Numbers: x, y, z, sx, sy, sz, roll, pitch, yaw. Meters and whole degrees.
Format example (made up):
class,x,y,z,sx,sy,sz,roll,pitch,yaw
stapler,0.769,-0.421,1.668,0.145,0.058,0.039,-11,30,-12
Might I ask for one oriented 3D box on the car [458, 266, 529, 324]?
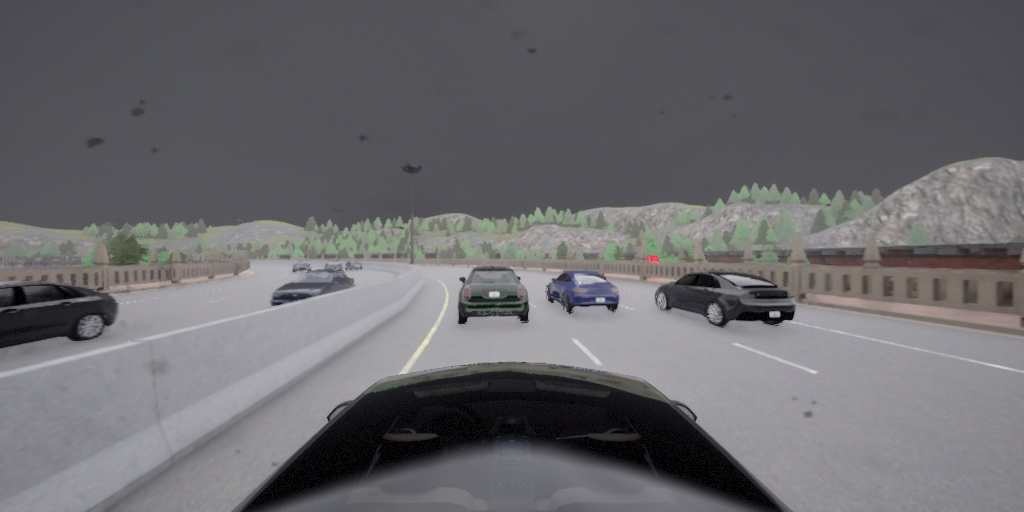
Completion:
class,x,y,z,sx,sy,sz,roll,pitch,yaw
car,-0.729,1.115,12.306,2.097,1.767,4.553,0,0,-6

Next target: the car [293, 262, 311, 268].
class,x,y,z,sx,sy,sz,roll,pitch,yaw
car,-27.085,1.471,46.272,1.994,1.385,4.181,0,0,-31

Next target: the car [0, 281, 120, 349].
class,x,y,z,sx,sy,sz,roll,pitch,yaw
car,-10.929,1.306,7.169,1.837,1.490,4.892,0,0,-5

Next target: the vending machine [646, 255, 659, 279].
class,x,y,z,sx,sy,sz,roll,pitch,yaw
vending machine,11.329,0.923,29.365,1.100,2.100,0.880,0,0,-14

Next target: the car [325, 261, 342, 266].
class,x,y,z,sx,sy,sz,roll,pitch,yaw
car,-23.296,1.417,46.791,1.812,1.442,4.674,0,0,-31

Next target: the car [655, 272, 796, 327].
class,x,y,z,sx,sy,sz,roll,pitch,yaw
car,6.414,1.237,11.474,1.837,1.490,4.892,0,0,-5

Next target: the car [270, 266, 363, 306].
class,x,y,z,sx,sy,sz,roll,pitch,yaw
car,-8.352,1.346,15.694,2.033,1.411,5.357,0,0,-9

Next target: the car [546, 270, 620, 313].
class,x,y,z,sx,sy,sz,roll,pitch,yaw
car,2.622,1.276,13.987,1.812,1.442,4.674,0,0,-7

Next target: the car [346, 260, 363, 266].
class,x,y,z,sx,sy,sz,roll,pitch,yaw
car,-23.791,1.391,54.066,2.128,1.511,4.902,0,0,-34
